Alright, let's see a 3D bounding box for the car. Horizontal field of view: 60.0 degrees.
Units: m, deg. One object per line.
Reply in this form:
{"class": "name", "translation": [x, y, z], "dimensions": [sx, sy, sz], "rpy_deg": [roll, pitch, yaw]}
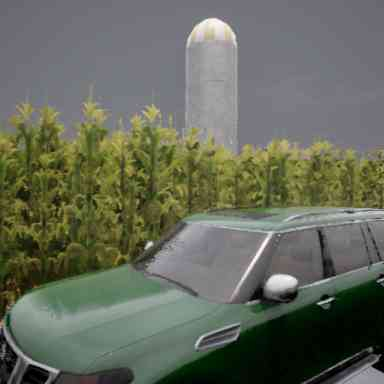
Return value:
{"class": "car", "translation": [0.744, 1.232, 4.033], "dimensions": [5.566, 2.045, 2.150], "rpy_deg": [0, 0, -35]}
